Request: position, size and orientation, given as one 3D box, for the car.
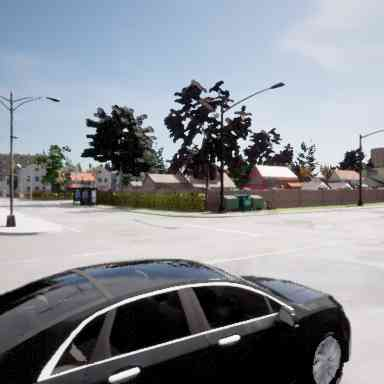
[{"bbox_3d":[-0.216,1.507,3.587,4.892,1.490,1.837,-1,0,-36],"label":"car"}]
